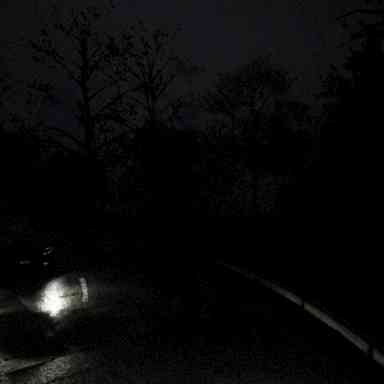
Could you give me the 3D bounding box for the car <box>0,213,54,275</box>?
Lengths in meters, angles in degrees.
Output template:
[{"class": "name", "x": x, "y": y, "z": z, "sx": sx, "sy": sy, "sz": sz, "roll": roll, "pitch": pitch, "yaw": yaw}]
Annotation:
[{"class": "car", "x": -5.890, "y": 1.423, "z": 10.198, "sx": 1.882, "sy": 1.535, "sz": 5.008, "roll": 3, "pitch": 0, "yaw": -43}]
